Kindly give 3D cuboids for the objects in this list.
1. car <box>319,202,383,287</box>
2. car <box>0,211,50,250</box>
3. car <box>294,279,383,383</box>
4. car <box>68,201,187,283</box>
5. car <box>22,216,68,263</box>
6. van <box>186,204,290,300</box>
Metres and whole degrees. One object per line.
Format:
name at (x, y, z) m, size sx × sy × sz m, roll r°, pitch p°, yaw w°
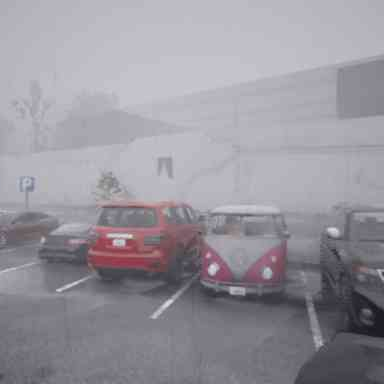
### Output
car at (3.897, 1.244, 6.677) m, size 2.435 × 2.045 × 5.566 m, roll 0°, pitch -1°, yaw 15°
car at (-8.258, 1.637, 15.332) m, size 2.163 × 1.488 × 4.792 m, roll 0°, pitch -1°, yaw 16°
car at (2.728, 1.587, 1.433) m, size 4.718 × 1.301 × 1.895 m, roll -1°, pitch 0°, yaw 35°
car at (-0.956, 1.299, 10.198) m, size 2.435 × 2.045 × 5.566 m, roll 0°, pitch -1°, yaw 15°
car at (-3.393, 1.612, 11.894) m, size 2.002 × 1.452 × 4.674 m, roll 0°, pitch -1°, yaw 15°
van at (1.444, 1.295, 8.322) m, size 1.878 × 1.987 × 4.442 m, roll 0°, pitch -1°, yaw 15°
